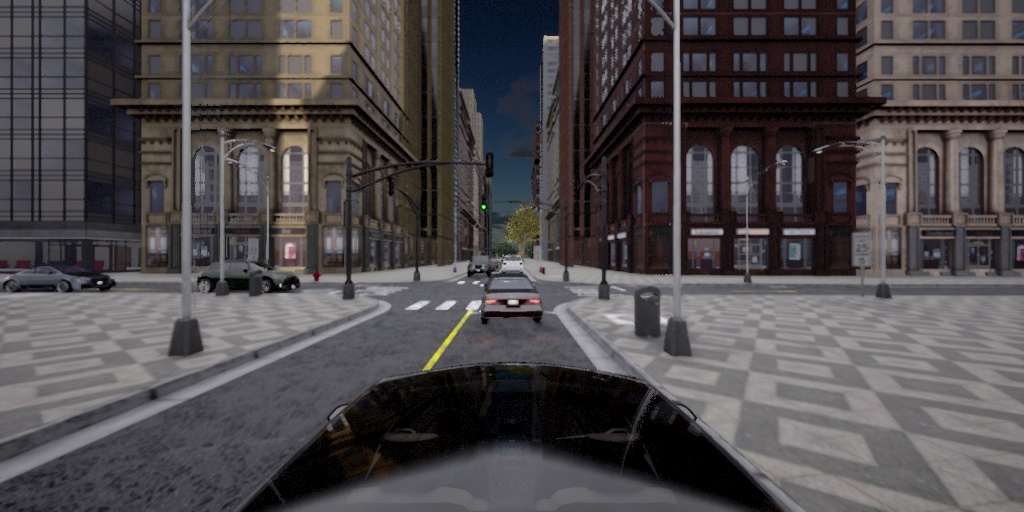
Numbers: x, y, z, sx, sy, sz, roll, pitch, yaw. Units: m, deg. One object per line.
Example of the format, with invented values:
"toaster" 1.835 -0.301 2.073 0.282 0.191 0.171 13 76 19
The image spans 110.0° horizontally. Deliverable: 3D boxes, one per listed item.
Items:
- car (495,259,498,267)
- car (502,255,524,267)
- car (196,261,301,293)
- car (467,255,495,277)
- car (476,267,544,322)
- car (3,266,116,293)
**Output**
"car" -3.085 1.241 45.263 1.812 1.442 4.674 0 0 0
"car" 0.098 0.938 38.864 2.150 2.045 5.566 0 0 0
"car" -13.801 1.039 18.990 4.553 1.767 2.097 0 0 0
"car" -3.097 0.941 35.145 2.150 2.045 5.566 0 0 -1
"car" -0.114 1.288 12.152 2.033 1.411 5.357 0 0 -3
"car" -23.839 1.223 19.012 4.181 1.385 1.994 0 0 0
